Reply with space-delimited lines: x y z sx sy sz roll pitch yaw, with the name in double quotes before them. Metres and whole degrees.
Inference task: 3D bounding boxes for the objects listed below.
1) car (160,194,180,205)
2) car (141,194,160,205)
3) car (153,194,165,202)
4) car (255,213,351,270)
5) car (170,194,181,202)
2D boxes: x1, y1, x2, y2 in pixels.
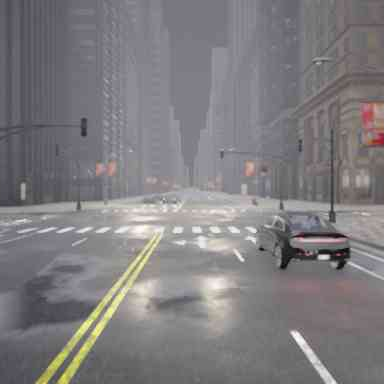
"car" -3.378 1.064 51.785 2.097 1.767 4.553 0 0 0
"car" -6.625 1.261 51.652 2.033 1.411 5.357 0 0 0
"car" -6.581 1.160 67.118 2.033 1.411 5.357 0 0 0
"car" 3.337 1.435 10.856 2.128 1.511 4.902 0 0 0
"car" -3.330 1.162 67.033 2.033 1.411 5.357 0 1 0
